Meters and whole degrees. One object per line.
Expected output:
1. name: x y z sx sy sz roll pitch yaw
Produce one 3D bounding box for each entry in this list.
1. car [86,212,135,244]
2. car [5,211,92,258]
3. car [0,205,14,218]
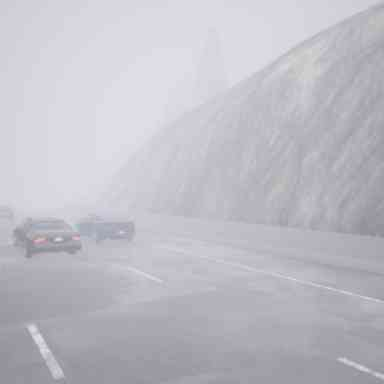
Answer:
1. car: -4.821 1.798 17.975 1.882 1.535 5.008 2 -2 -35
2. car: -6.150 1.739 13.784 2.033 1.411 5.357 2 -2 -35
3. car: -17.830 1.892 31.228 1.994 1.385 4.181 2 -2 -31
